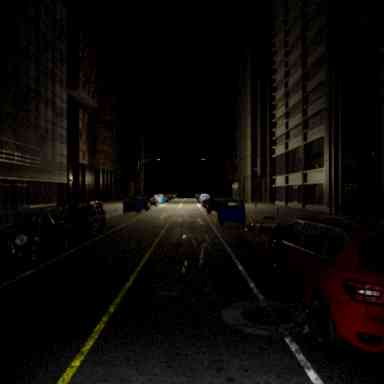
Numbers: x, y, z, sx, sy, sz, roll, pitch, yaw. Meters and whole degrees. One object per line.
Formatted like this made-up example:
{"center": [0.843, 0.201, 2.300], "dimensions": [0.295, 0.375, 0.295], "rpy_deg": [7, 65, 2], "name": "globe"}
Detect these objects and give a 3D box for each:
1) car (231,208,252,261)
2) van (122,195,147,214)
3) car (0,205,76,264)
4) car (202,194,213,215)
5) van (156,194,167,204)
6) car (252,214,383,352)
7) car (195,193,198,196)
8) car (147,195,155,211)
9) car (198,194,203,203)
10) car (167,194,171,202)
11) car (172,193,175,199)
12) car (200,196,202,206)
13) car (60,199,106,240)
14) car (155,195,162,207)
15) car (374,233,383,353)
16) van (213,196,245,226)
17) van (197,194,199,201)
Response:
{"center": [2.689, 1.514, 11.870], "dimensions": [1.752, 1.417, 4.829], "rpy_deg": [0, 0, 0], "name": "car"}
{"center": [-5.992, 1.331, 34.066], "dimensions": [1.690, 1.788, 3.998], "rpy_deg": [0, 0, 0], "name": "van"}
{"center": [-5.835, 1.441, 11.629], "dimensions": [1.967, 1.590, 4.097], "rpy_deg": [0, 0, 0], "name": "car"}
{"center": [2.533, 1.292, 34.136], "dimensions": [2.192, 1.841, 5.009], "rpy_deg": [0, 0, 0], "name": "car"}
{"center": [-6.188, 1.320, 62.113], "dimensions": [1.690, 1.788, 3.998], "rpy_deg": [0, 0, 0], "name": "van"}
{"center": [2.729, 1.307, 6.091], "dimensions": [2.192, 1.841, 5.009], "rpy_deg": [0, 0, 0], "name": "car"}
{"center": [2.219, 1.488, 79.178], "dimensions": [1.752, 1.417, 4.829], "rpy_deg": [0, 0, 0], "name": "car"}
{"center": [-6.031, 1.302, 39.675], "dimensions": [2.192, 1.841, 5.009], "rpy_deg": [0, 0, 0], "name": "car"}
{"center": [2.416, 1.411, 50.963], "dimensions": [1.967, 1.590, 4.097], "rpy_deg": [0, 0, 0], "name": "car"}
{"center": [-6.266, 1.416, 73.332], "dimensions": [1.967, 1.590, 4.097], "rpy_deg": [0, 0, 0], "name": "car"}
{"center": [-6.383, 1.501, 89.989], "dimensions": [1.752, 1.417, 4.829], "rpy_deg": [0, 0, 0], "name": "car"}
{"center": [2.455, 1.518, 45.354], "dimensions": [1.887, 1.381, 4.507], "rpy_deg": [0, 0, 0], "name": "car"}
{"center": [-5.874, 1.313, 17.238], "dimensions": [2.192, 1.841, 5.009], "rpy_deg": [0, 0, 0], "name": "car"}
{"center": [-6.109, 1.534, 50.894], "dimensions": [2.008, 1.369, 4.403], "rpy_deg": [0, 0, 0], "name": "car"}
{"center": [2.768, 1.311, 0.482], "dimensions": [2.192, 1.841, 5.009], "rpy_deg": [0, 0, 0], "name": "car"}
{"center": [2.611, 1.324, 22.918], "dimensions": [1.690, 1.788, 3.998], "rpy_deg": [0, 0, 0], "name": "van"}
{"center": [2.337, 1.308, 62.181], "dimensions": [1.690, 1.788, 3.998], "rpy_deg": [0, 0, 0], "name": "van"}
